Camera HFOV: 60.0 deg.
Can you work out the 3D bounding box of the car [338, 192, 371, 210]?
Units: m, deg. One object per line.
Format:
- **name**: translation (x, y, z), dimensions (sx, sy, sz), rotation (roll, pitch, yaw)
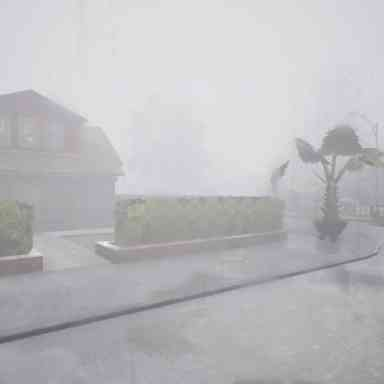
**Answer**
- **car**: translation (17.375, 0.985, 36.182), dimensions (3.866, 1.878, 1.905), rotation (0, 0, 0)
